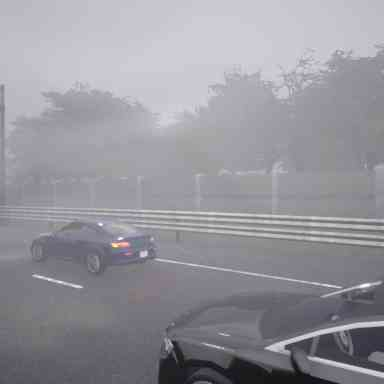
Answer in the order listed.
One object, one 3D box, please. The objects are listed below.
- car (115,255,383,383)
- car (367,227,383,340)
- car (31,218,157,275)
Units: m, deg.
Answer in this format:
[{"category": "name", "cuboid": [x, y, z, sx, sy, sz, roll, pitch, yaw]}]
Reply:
[{"category": "car", "cuboid": [1.876, 1.492, 2.636, 4.902, 1.511, 2.128, 0, 0, 36]}, {"category": "car", "cuboid": [5.315, 1.478, 4.493, 5.008, 1.535, 1.882, 0, 0, 36]}, {"category": "car", "cuboid": [-3.176, 1.538, 10.460, 4.674, 1.442, 1.812, 0, 0, 36]}]
